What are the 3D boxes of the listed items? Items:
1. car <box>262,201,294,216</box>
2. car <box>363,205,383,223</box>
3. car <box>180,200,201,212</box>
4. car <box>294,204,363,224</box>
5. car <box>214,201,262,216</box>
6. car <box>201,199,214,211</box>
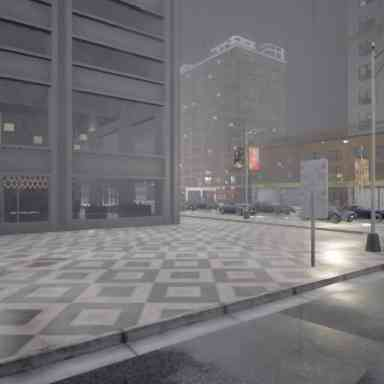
[{"bbox_3d":[8.061,1.639,34.551,2.033,1.411,5.357,0,0,-36],"label":"car"},{"bbox_3d":[13.709,1.655,26.732,1.895,1.301,4.718,0,0,-36],"label":"car"},{"bbox_3d":[-1.244,1.692,41.918,1.994,1.385,4.181,0,0,-35],"label":"car"},{"bbox_3d":[10.437,1.621,25.713,1.994,1.385,4.181,0,0,-36],"label":"car"},{"bbox_3d":[4.626,1.660,33.771,1.994,1.385,4.181,0,0,-36],"label":"car"},{"bbox_3d":[1.668,1.675,43.420,2.033,1.411,5.357,0,0,-36],"label":"car"}]
